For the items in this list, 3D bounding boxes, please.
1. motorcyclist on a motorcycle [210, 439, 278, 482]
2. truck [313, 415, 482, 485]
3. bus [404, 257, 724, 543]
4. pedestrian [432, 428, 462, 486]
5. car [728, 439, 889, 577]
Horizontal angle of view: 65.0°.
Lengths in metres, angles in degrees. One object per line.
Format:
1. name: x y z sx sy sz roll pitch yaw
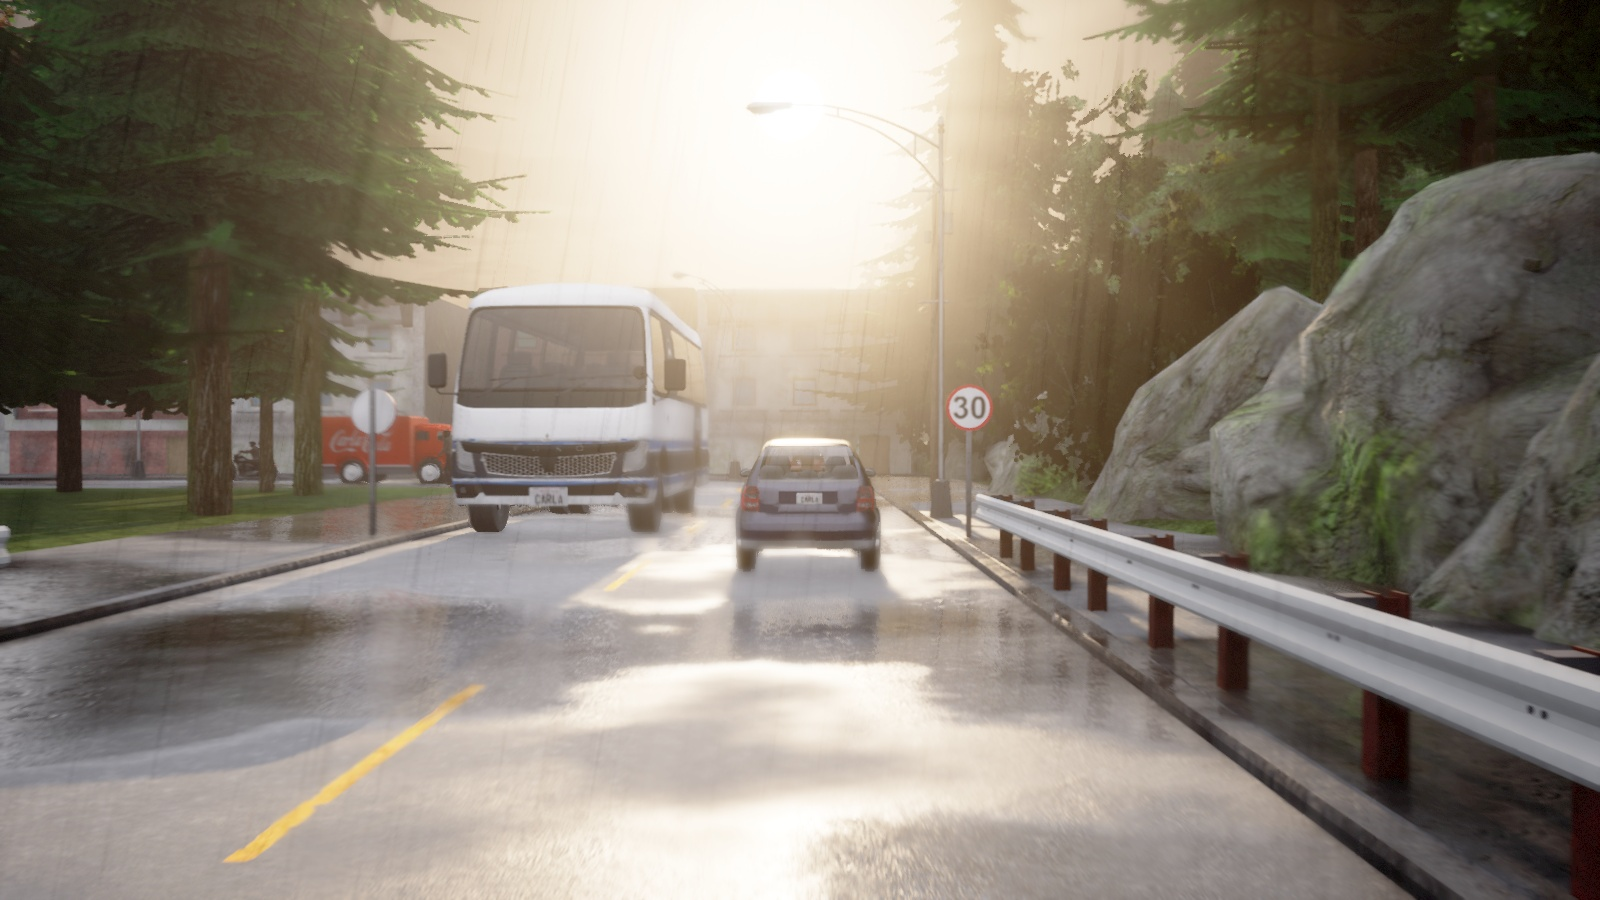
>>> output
1. motorcyclist on a motorcycle: -21.807 0.399 49.269 2.350 1.649 0.766 0 0 1
2. truck: -14.397 -0.009 45.179 5.204 2.467 2.627 0 0 1
3. bus: -3.829 -0.769 23.835 3.944 4.253 10.273 0 0 1
4. pedestrian: -11.197 0.220 39.822 0.869 1.805 0.328 0 0 4
5. car: 0.103 0.635 15.866 1.789 1.549 3.705 0 0 0
